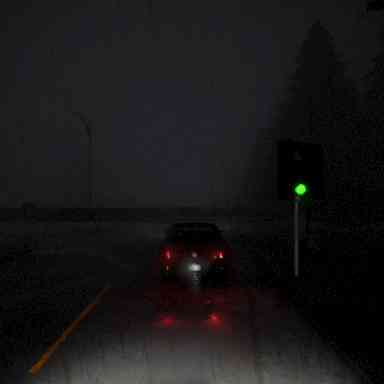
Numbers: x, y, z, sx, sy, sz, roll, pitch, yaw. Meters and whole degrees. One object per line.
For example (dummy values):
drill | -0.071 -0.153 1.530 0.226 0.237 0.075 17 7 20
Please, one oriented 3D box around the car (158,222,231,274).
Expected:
car | 0.037 1.617 10.605 1.895 1.301 4.718 0 0 -1
